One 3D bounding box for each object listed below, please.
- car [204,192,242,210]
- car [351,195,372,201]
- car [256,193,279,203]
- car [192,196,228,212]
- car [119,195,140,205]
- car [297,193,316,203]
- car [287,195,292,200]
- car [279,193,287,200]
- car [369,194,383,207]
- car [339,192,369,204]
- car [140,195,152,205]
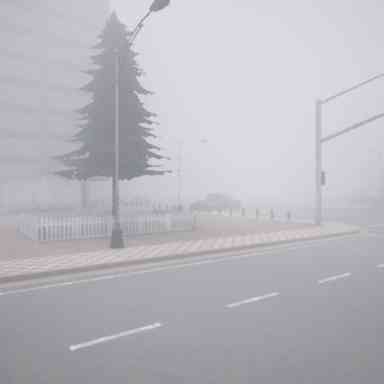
[{"bbox_3d":[3.862,1.204,41.954,2.150,2.045,5.566,0,0,-36],"label":"car"},{"bbox_3d":[37.935,1.317,74.406,1.784,1.438,3.905,0,0,-36],"label":"car"},{"bbox_3d":[17.764,1.358,78.547,1.970,1.475,3.806,0,0,-36],"label":"car"},{"bbox_3d":[1.798,1.549,38.829,1.994,1.385,4.181,0,0,-36],"label":"car"},{"bbox_3d":[-11.331,1.511,57.275,1.812,1.442,4.674,0,0,-35],"label":"car"},{"bbox_3d":[21.829,1.361,62.900,1.970,1.475,3.806,0,0,-36],"label":"car"},{"bbox_3d":[22.279,1.112,81.824,1.932,1.855,4.605,0,0,-36],"label":"car"},{"bbox_3d":[20.123,1.324,80.226,1.784,1.438,3.905,0,0,-36],"label":"car"},{"bbox_3d":[27.371,1.123,45.469,1.932,1.855,4.605,0,0,-36],"label":"car"},{"bbox_3d":[35.539,1.108,72.777,1.932,1.855,4.605,0,0,-36],"label":"car"},{"bbox_3d":[-8.982,1.332,60.013,2.097,1.767,4.553,0,0,-36],"label":"car"}]
